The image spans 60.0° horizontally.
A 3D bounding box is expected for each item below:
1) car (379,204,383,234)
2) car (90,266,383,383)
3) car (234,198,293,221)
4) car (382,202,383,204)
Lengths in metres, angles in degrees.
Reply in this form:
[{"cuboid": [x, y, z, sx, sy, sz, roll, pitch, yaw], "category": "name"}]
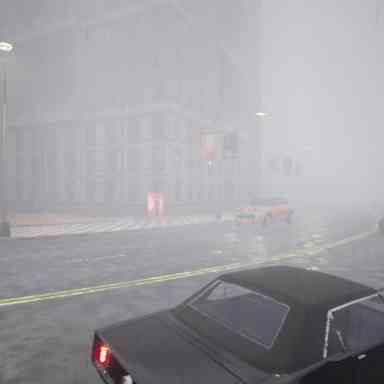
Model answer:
[{"cuboid": [11.735, 1.557, 18.417, 1.994, 1.385, 4.181, 0, 0, 38], "category": "car"}, {"cuboid": [1.416, 1.599, 3.905, 4.718, 1.301, 1.895, 0, 0, -32], "category": "car"}, {"cuboid": [4.409, 1.065, 20.168, 2.097, 1.767, 4.553, 0, 0, 41], "category": "car"}, {"cuboid": [20.275, 1.465, 33.357, 1.882, 1.535, 5.008, 0, 0, 27], "category": "car"}]
